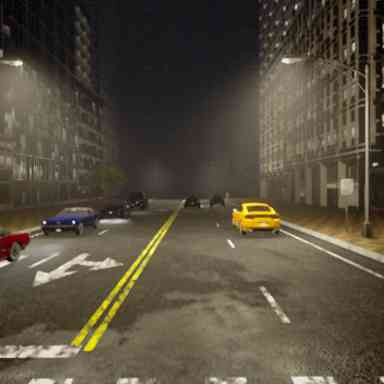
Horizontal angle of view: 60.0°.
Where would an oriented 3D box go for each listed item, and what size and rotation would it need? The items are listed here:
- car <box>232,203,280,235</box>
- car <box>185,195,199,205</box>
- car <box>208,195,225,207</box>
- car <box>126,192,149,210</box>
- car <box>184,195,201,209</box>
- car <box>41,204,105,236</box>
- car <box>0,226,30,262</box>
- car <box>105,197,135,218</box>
[{"bbox_3d":[3.360,1.349,18.135,1.882,1.535,5.008,-1,0,0],"label":"car"},{"bbox_3d":[0.039,1.189,50.827,1.994,1.385,4.181,-1,1,0],"label":"car"},{"bbox_3d":[3.310,1.159,44.137,1.837,1.490,4.892,-1,1,1],"label":"car"},{"bbox_3d":[-6.475,1.009,39.330,2.150,2.045,5.566,-1,0,0],"label":"car"},{"bbox_3d":[0.030,1.276,40.758,1.994,1.385,4.181,-1,0,0],"label":"car"},{"bbox_3d":[-6.564,1.564,18.580,1.895,1.301,4.718,-1,0,0],"label":"car"},{"bbox_3d":[-6.598,1.640,9.407,1.895,1.301,4.718,-1,0,0],"label":"car"},{"bbox_3d":[-6.500,1.442,28.584,1.994,1.385,4.181,-1,0,1],"label":"car"}]
